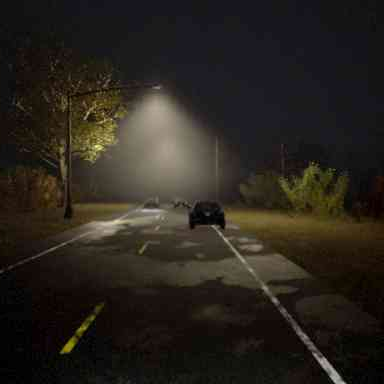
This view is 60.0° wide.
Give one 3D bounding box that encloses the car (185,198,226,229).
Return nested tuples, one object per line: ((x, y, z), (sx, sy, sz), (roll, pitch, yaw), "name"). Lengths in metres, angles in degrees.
((0.840, 1.284, 21.158), (2.097, 1.767, 4.553), (0, 0, -2), "car")

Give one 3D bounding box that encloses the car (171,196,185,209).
((-1.473, 1.434, 42.809), (1.895, 1.301, 4.718), (0, 0, -4), "car")

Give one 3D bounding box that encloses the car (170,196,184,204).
((-2.573, 1.325, 56.317), (1.994, 1.385, 4.181), (0, 0, -6), "car")

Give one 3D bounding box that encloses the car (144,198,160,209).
((-5.146, 1.437, 43.031), (1.895, 1.301, 4.718), (0, 0, -4), "car")
